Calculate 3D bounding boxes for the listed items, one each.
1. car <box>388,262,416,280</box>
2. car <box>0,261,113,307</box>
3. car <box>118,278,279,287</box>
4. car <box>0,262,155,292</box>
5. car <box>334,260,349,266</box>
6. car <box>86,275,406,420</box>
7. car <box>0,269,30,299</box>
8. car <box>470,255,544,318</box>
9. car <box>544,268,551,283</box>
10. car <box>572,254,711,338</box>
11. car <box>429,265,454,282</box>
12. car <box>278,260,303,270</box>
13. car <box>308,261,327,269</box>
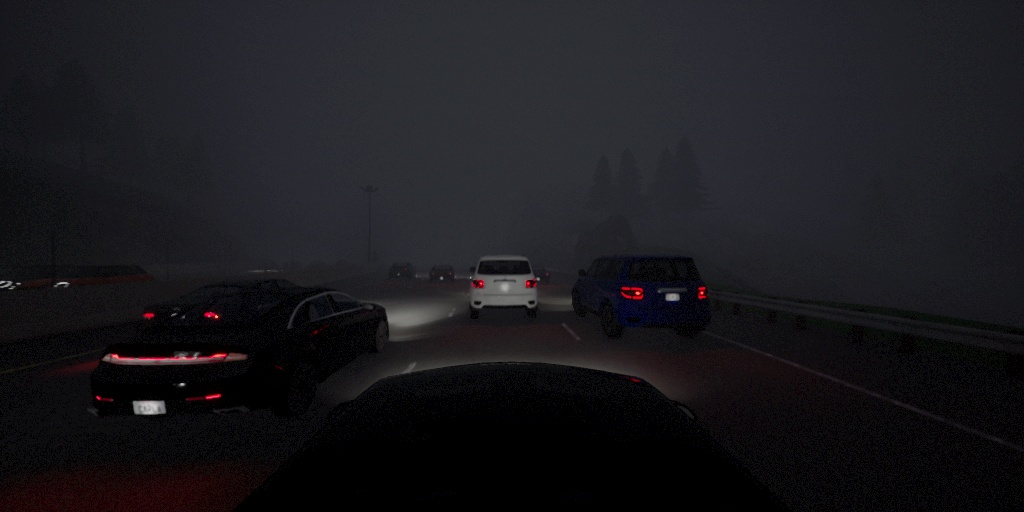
[{"bbox_3d":[-9.585,1.292,31.508,2.128,1.511,4.902,0,0,-9],"label":"car"},{"bbox_3d":[-21.933,1.163,16.586,2.097,1.767,4.553,0,0,-6],"label":"car"},{"bbox_3d":[-7.182,1.321,10.063,2.033,1.411,5.357,0,0,-3],"label":"car"},{"bbox_3d":[-18.328,1.155,15.602,2.097,1.767,4.553,0,0,-5],"label":"car"},{"bbox_3d":[-26.830,1.388,56.637,1.812,1.442,4.674,0,0,-18],"label":"car"},{"bbox_3d":[-3.556,1.253,5.892,2.128,1.511,4.902,0,0,-1],"label":"car"},{"bbox_3d":[-25.293,1.364,15.458,2.033,1.411,5.357,0,0,-5],"label":"car"},{"bbox_3d":[-0.379,0.984,13.191,2.150,2.045,5.566,0,0,-4],"label":"car"},{"bbox_3d":[1.592,1.375,28.036,1.895,1.301,4.718,0,0,-8],"label":"car"},{"bbox_3d":[3.290,0.973,10.305,2.150,2.045,5.566,0,0,-3],"label":"car"},{"bbox_3d":[-5.681,1.391,29.427,1.895,1.301,4.718,0,0,-9],"label":"car"},{"bbox_3d":[-33.728,1.369,55.222,2.128,1.511,4.902,0,0,-18],"label":"car"},{"bbox_3d":[-30.319,1.432,56.005,1.994,1.385,4.181,0,0,-18],"label":"car"}]
